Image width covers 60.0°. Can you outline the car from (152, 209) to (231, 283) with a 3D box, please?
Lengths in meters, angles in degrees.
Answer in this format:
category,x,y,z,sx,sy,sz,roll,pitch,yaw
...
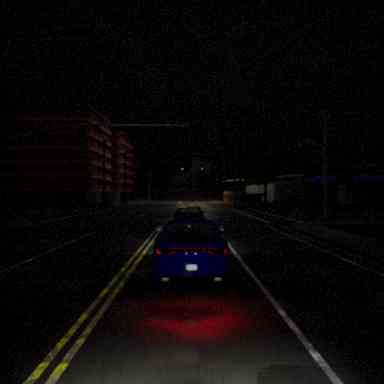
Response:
category,x,y,z,sx,sy,sz,roll,pitch,yaw
car,-0.032,1.491,9.715,1.882,1.535,5.008,0,0,-1
